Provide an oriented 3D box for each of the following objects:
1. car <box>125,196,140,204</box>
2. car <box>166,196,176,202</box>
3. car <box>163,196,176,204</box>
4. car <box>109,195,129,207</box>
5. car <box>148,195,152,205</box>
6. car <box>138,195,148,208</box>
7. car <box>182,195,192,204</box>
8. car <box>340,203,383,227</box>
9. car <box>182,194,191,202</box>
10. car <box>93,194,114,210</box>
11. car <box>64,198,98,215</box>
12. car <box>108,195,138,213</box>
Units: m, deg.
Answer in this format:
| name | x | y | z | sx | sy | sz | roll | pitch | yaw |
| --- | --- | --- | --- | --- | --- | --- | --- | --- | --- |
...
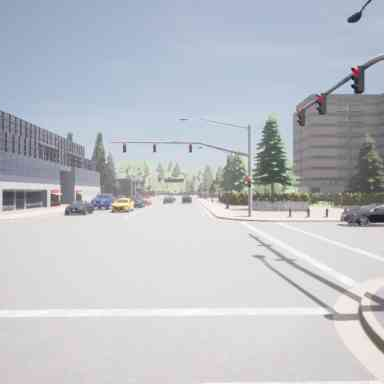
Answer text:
| name | x | y | z | sx | sy | sz | roll | pitch | yaw |
| --- | --- | --- | --- | --- | --- | --- | --- | --- | --- |
| car | -11.597 | 1.490 | 65.062 | 2.128 | 1.511 | 4.902 | 0 | 0 | 0 |
| car | -4.709 | 1.510 | 75.265 | 1.895 | 1.301 | 4.718 | 0 | 0 | -1 |
| car | -4.565 | 1.547 | 64.629 | 2.033 | 1.411 | 5.357 | 0 | 0 | -1 |
| car | -11.492 | 1.352 | 52.722 | 2.097 | 1.767 | 4.553 | 0 | 0 | -1 |
| car | -8.044 | 1.352 | 57.212 | 2.097 | 1.767 | 4.553 | 0 | 0 | -1 |
| car | -7.924 | 1.352 | 47.097 | 2.097 | 1.767 | 4.553 | 0 | 0 | -1 |
| car | -0.968 | 1.505 | 64.953 | 1.837 | 1.490 | 4.892 | 0 | 0 | -1 |
| car | 12.505 | 1.492 | 22.232 | 4.902 | 1.511 | 2.128 | 0 | 0 | -1 |
| car | -1.204 | 1.355 | 75.018 | 2.097 | 1.767 | 4.553 | 0 | 0 | -1 |
| car | -11.370 | 1.221 | 42.822 | 2.150 | 2.045 | 5.566 | 0 | 0 | -1 |
| car | -11.238 | 1.564 | 33.469 | 1.994 | 1.385 | 4.181 | 0 | 0 | -1 |
| car | -7.802 | 1.478 | 37.861 | 1.882 | 1.535 | 5.008 | 0 | 0 | -1 |
